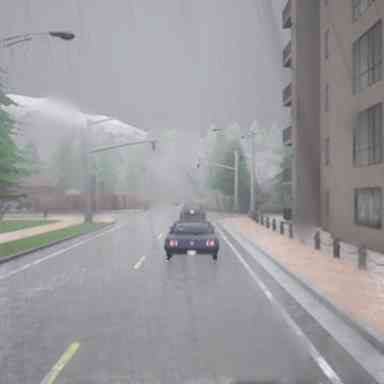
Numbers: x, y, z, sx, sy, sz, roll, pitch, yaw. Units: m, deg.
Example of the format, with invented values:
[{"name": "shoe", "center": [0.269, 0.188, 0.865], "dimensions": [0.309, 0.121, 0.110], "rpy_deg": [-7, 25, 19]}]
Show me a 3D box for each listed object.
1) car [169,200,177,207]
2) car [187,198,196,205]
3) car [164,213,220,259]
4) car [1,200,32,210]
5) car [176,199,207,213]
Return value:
[{"name": "car", "center": [-3.522, 2.263, 67.284], "dimensions": [2.033, 1.411, 5.357], "rpy_deg": [0, -1, 0]}, {"name": "car", "center": [-0.024, 2.238, 78.251], "dimensions": [2.033, 1.411, 5.357], "rpy_deg": [0, -1, 0]}, {"name": "car", "center": [0.010, 1.744, 13.217], "dimensions": [1.895, 1.301, 4.718], "rpy_deg": [0, -1, 0]}, {"name": "car", "center": [-25.034, 1.673, 48.087], "dimensions": [1.932, 1.855, 4.605], "rpy_deg": [0, -1, -1]}, {"name": "car", "center": [0.159, 1.656, 28.380], "dimensions": [2.097, 1.767, 4.553], "rpy_deg": [0, -1, 4]}]
